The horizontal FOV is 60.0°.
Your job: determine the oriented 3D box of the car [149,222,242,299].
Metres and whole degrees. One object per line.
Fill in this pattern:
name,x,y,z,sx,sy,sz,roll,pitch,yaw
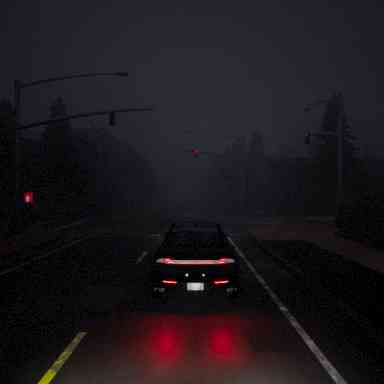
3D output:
car,0.082,1.492,8.423,2.128,1.511,4.902,0,0,0

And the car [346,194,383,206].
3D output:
car,15.876,1.202,28.946,5.566,2.045,2.150,0,0,-8
